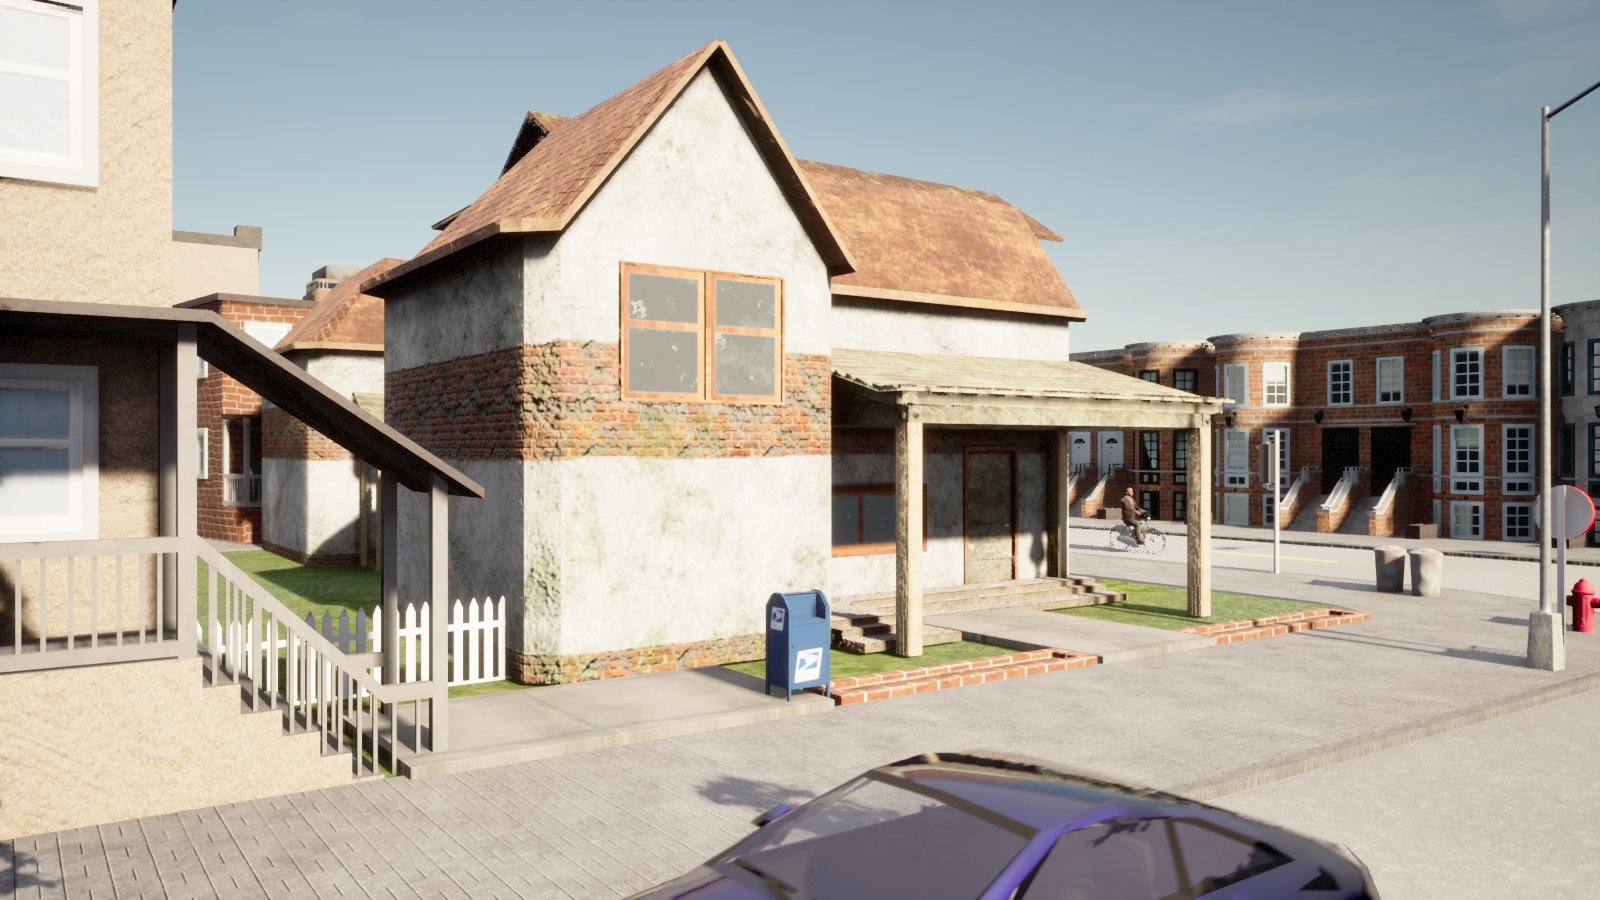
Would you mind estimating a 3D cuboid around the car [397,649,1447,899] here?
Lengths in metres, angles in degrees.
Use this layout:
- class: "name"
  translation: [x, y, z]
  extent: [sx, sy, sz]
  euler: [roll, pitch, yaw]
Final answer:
- class: "car"
  translation: [0.696, 1.897, 4.884]
  extent: [4.181, 1.385, 1.994]
  euler: [0, 0, -35]
